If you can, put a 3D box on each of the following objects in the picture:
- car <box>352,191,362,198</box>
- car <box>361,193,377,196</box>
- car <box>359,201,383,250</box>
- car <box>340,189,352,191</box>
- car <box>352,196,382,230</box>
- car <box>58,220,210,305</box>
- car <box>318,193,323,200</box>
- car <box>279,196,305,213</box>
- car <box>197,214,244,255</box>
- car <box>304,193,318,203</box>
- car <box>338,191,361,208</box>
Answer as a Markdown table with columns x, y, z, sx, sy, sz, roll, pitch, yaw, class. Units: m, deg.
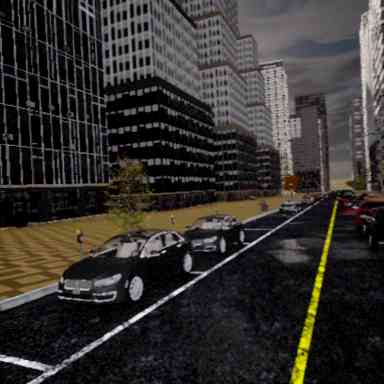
| x | y | z | sx | sy | sz | roll | pitch | yaw | class |
| --- | --- | --- | --- | --- | --- | --- | --- | --- | --- |
| 38.242 | 0.553 | 77.230 | 1.752 | 1.417 | 4.829 | -4 | -1 | 24 | car |
| 22.292 | 0.909 | 41.234 | 1.752 | 1.417 | 4.829 | -4 | -1 | 24 | car |
| 7.788 | 1.273 | 12.886 | 1.837 | 1.490 | 4.892 | -3 | -1 | 24 | car |
| 23.879 | 0.630 | 51.454 | 2.150 | 2.045 | 5.566 | -3 | -1 | 24 | car |
| 10.105 | 1.194 | 18.462 | 1.882 | 1.535 | 5.008 | -3 | -1 | 26 | car |
| -1.378 | 1.685 | 8.475 | 2.008 | 1.369 | 4.403 | -4 | -1 | 24 | car |
| 25.964 | 1.040 | 70.185 | 1.887 | 1.381 | 4.507 | -4 | -1 | 24 | car |
| 10.014 | 1.410 | 34.187 | 2.008 | 1.369 | 4.403 | -4 | -1 | 24 | car |
| 0.899 | 1.629 | 13.617 | 2.008 | 1.369 | 4.403 | -4 | -1 | 24 | car |
| 19.121 | 1.089 | 54.759 | 1.967 | 1.590 | 4.097 | -4 | -1 | 24 | car |
| 18.506 | 1.037 | 39.204 | 1.837 | 1.490 | 4.892 | -3 | 0 | 24 | car |
